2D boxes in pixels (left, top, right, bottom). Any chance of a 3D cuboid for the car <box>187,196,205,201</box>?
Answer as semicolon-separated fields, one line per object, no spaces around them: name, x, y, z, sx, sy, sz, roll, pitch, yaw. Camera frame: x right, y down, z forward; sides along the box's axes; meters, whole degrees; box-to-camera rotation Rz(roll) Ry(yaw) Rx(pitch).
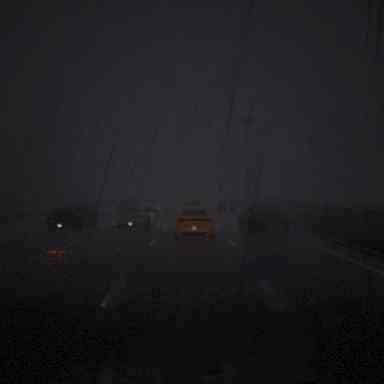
car;0.094;1.485;35.751;1.837;1.490;4.892;0;0;0

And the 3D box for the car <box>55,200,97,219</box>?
car;-10.404;1.531;30.350;2.033;1.411;5.357;0;0;0

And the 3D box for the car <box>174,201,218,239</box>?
car;0.097;1.468;17.375;1.882;1.535;5.008;0;0;0

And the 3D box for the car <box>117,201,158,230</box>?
car;-3.403;1.514;20.634;1.812;1.442;4.674;0;0;0

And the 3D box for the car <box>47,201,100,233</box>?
car;-6.903;1.494;19.752;1.837;1.490;4.892;0;0;0

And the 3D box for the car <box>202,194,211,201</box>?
car;3.477;1.284;81.871;1.882;1.535;5.008;0;0;0

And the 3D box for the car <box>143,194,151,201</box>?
car;-10.513;1.478;71.829;1.812;1.442;4.674;0;0;0

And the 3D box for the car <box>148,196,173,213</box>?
car;-3.420;1.506;36.744;1.812;1.442;4.674;0;0;0

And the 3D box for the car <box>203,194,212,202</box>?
car;3.487;1.493;71.798;2.033;1.411;5.357;0;0;0

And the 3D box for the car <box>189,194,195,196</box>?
car;-0.013;1.309;72.184;2.097;1.767;4.553;0;0;0

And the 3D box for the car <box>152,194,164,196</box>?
car;-7.013;1.312;74.266;2.097;1.767;4.553;0;0;0

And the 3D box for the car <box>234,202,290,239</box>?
car;3.597;1.468;17.399;1.882;1.535;5.008;0;0;0

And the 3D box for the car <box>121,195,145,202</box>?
car;-6.905;1.457;37.266;1.882;1.535;5.008;0;0;0

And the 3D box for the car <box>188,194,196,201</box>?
car;-0.022;1.330;81.860;1.812;1.442;4.674;0;0;0

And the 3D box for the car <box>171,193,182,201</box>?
car;-3.513;1.173;73.110;2.150;2.045;5.566;0;0;0

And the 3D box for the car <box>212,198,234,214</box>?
car;3.594;1.472;35.670;2.128;1.511;4.902;0;0;0
